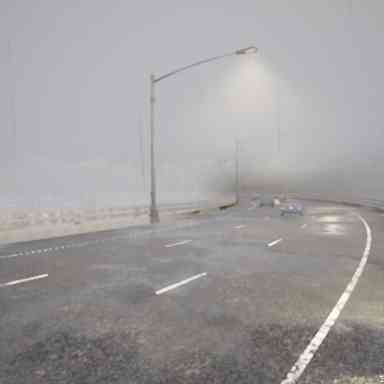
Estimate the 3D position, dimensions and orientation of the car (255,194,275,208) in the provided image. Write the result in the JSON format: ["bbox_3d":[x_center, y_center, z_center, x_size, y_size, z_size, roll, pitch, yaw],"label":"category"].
[{"bbox_3d":[10.009,1.241,44.325,2.128,1.511,4.902,0,0,14],"label":"car"}]

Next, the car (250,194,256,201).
[{"bbox_3d":[13.186,1.152,68.413,1.812,1.442,4.674,0,0,0],"label":"car"}]

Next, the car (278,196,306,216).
[{"bbox_3d":[9.134,1.365,29.871,2.033,1.411,5.357,0,0,21],"label":"car"}]

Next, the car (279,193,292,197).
[{"bbox_3d":[15.657,1.020,55.327,2.097,1.767,4.553,0,0,9],"label":"car"}]
